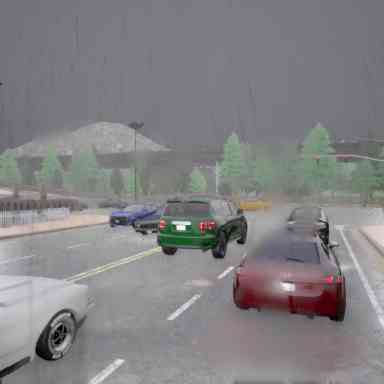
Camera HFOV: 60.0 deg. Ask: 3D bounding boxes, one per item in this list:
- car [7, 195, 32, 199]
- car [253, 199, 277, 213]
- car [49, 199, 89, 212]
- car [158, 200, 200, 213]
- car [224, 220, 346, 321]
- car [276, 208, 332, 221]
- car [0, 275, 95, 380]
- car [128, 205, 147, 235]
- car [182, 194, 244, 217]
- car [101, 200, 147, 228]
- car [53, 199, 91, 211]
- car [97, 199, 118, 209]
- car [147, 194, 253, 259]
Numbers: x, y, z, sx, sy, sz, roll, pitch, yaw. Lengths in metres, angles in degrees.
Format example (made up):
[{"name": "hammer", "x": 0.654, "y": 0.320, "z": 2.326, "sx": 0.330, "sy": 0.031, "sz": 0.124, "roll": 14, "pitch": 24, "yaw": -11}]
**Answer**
[{"name": "car", "x": -25.123, "y": 1.202, "z": 49.286, "sx": 5.008, "sy": 1.535, "sz": 1.882, "roll": 3, "pitch": 1, "yaw": 20}, {"name": "car", "x": 7.049, "y": 1.477, "z": 37.772, "sx": 5.008, "sy": 1.535, "sz": 1.882, "roll": 0, "pitch": 0, "yaw": 20}, {"name": "car", "x": -14.572, "y": 1.542, "z": 38.062, "sx": 5.357, "sy": 1.411, "sz": 2.033, "roll": 0, "pitch": 0, "yaw": 20}, {"name": "car", "x": -1.424, "y": 1.564, "z": 37.083, "sx": 4.181, "sy": 1.385, "sz": 1.994, "roll": 0, "pitch": 0, "yaw": 20}, {"name": "car", "x": 2.271, "y": 1.564, "z": 7.472, "sx": 1.994, "sy": 1.385, "sz": 4.181, "roll": 0, "pitch": 0, "yaw": 21}, {"name": "car", "x": 5.504, "y": 1.492, "z": 15.774, "sx": 2.128, "sy": 1.511, "sz": 4.902, "roll": 0, "pitch": 0, "yaw": 22}, {"name": "car", "x": -3.143, "y": 1.601, "z": 3.374, "sx": 1.895, "sy": 1.301, "sz": 4.718, "roll": 0, "pitch": 0, "yaw": 21}, {"name": "car", "x": -1.086, "y": 1.548, "z": 18.541, "sx": 2.033, "sy": 1.411, "sz": 5.357, "roll": 0, "pitch": 0, "yaw": 22}, {"name": "car", "x": 2.067, "y": 1.222, "z": 32.120, "sx": 5.566, "sy": 2.045, "sz": 2.150, "roll": 0, "pitch": 0, "yaw": 20}, {"name": "car", "x": -3.491, "y": 1.478, "z": 21.938, "sx": 1.882, "sy": 1.535, "sz": 5.008, "roll": 0, "pitch": 0, "yaw": 22}, {"name": "car", "x": -15.133, "y": 1.555, "z": 41.983, "sx": 4.181, "sy": 1.385, "sz": 1.994, "roll": 0, "pitch": 0, "yaw": 20}, {"name": "car", "x": -10.416, "y": 1.557, "z": 44.013, "sx": 4.181, "sy": 1.385, "sz": 1.994, "roll": 0, "pitch": 0, "yaw": 20}, {"name": "car", "x": 0.634, "y": 1.221, "z": 12.996, "sx": 2.150, "sy": 2.045, "sz": 5.566, "roll": 0, "pitch": 0, "yaw": 21}]
